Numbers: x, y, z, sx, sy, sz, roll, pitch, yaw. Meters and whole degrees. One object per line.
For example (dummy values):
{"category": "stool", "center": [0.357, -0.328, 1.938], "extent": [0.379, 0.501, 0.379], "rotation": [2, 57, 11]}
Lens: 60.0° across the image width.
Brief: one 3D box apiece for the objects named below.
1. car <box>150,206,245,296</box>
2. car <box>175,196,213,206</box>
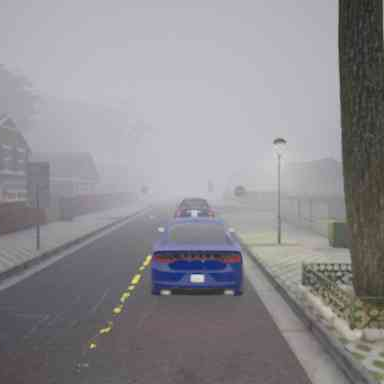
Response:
{"category": "car", "center": [0.115, 1.352, 8.405], "extent": [1.882, 1.535, 5.008], "rotation": [0, 1, 0]}
{"category": "car", "center": [0.127, 1.075, 18.629], "extent": [2.097, 1.767, 4.553], "rotation": [0, 1, 0]}
